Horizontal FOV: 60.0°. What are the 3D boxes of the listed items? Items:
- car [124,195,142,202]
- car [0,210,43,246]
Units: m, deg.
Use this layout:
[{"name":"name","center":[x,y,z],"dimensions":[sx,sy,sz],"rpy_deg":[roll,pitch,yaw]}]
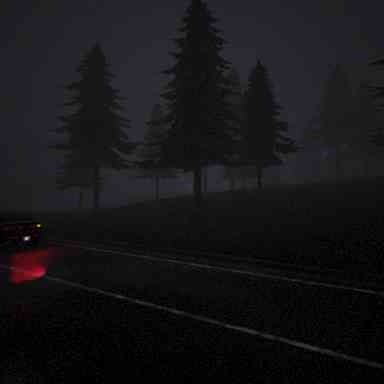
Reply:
[{"name":"car","center":[-13.868,1.519,77.883],"dimensions":[2.128,1.511,4.902],"rpy_deg":[0,0,35]},{"name":"car","center":[-8.269,1.515,14.066],"dimensions":[4.892,1.490,1.837],"rpy_deg":[0,0,36]}]
